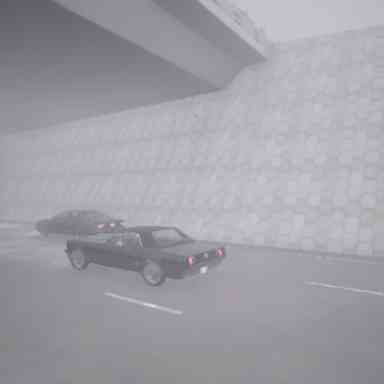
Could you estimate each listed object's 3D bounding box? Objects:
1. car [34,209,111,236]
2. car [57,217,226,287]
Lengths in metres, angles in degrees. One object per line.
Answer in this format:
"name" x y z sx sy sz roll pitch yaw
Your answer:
"car" -5.672 1.560 16.641 5.357 1.411 2.033 0 0 36
"car" -1.518 1.607 9.377 4.718 1.301 1.895 0 0 36
